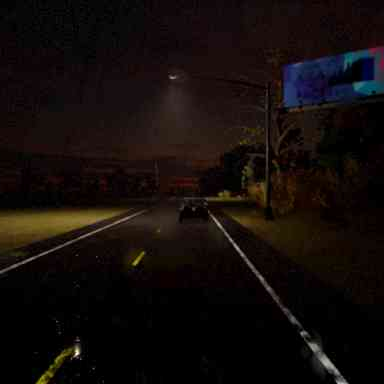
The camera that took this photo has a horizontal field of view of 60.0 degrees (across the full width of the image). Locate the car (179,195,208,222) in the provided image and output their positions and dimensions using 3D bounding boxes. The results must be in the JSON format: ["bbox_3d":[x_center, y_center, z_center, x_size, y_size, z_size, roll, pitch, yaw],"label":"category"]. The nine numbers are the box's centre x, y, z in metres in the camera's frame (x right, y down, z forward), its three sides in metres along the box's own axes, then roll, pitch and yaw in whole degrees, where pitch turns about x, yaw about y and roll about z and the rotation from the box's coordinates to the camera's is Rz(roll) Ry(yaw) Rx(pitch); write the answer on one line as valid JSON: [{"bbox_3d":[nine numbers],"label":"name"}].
[{"bbox_3d":[0.111,1.214,25.223,2.097,1.767,4.553,0,0,0],"label":"car"}]

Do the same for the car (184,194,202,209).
[{"bbox_3d":[0.121,1.122,41.953,2.097,1.767,4.553,0,0,0],"label":"car"}]
